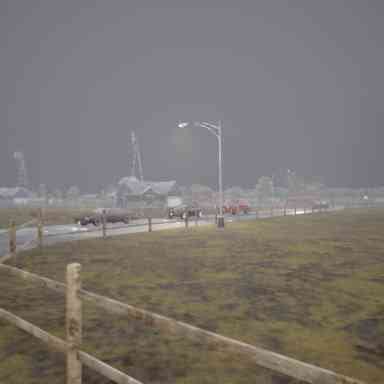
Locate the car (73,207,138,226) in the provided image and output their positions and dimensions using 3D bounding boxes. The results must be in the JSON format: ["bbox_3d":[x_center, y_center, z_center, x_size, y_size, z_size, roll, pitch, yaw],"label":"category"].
[{"bbox_3d":[-6.658,1.884,26.314,2.033,1.411,5.357,-2,-2,36],"label":"car"}]

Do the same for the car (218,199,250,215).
[{"bbox_3d":[5.556,1.912,43.390,2.150,2.045,5.566,-2,-2,36],"label":"car"}]

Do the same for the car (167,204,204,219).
[{"bbox_3d":[-0.637,2.013,34.729,1.837,1.490,4.892,-2,-2,36],"label":"car"}]

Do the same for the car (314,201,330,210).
[{"bbox_3d":[25.109,2.472,64.332,2.097,1.767,4.553,-2,-2,34],"label":"car"}]
